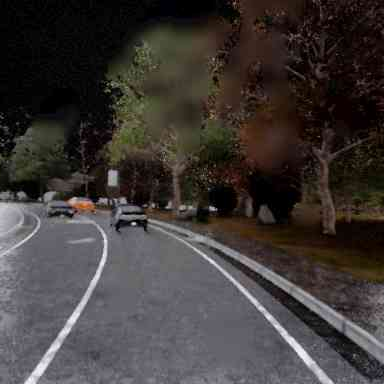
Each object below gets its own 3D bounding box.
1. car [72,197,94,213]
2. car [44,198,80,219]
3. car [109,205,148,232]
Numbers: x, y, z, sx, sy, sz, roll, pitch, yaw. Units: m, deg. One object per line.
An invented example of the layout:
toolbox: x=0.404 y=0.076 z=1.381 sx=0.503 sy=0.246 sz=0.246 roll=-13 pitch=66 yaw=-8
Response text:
car: x=-12.225 y=1.274 z=35.942 sx=2.097 sy=1.767 sz=4.553 roll=4 pitch=-1 yaw=-35
car: x=-11.086 y=1.398 z=27.550 sx=2.033 sy=1.411 sz=5.357 roll=3 pitch=-1 yaw=-29
car: x=-3.972 y=1.522 z=20.506 sx=2.128 sy=1.511 sz=4.902 roll=2 pitch=-1 yaw=-19
